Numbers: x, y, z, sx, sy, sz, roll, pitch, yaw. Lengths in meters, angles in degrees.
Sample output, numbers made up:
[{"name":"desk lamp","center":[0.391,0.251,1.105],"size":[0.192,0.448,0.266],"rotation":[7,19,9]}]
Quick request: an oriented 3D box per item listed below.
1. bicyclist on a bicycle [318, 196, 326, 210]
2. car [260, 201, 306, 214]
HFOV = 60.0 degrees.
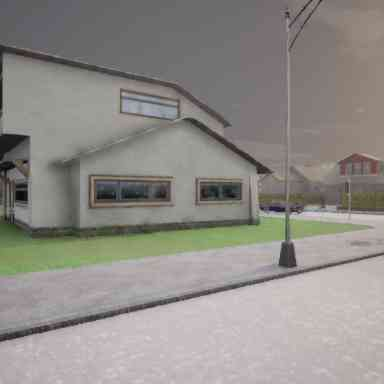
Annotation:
[{"name":"bicyclist on a bicycle","center":[15.762,1.349,40.277],"size":[1.656,1.620,0.582],"rotation":[0,0,-35]},{"name":"car","center":[9.404,1.601,34.730],"size":[1.895,1.301,4.718],"rotation":[0,0,-35]}]
